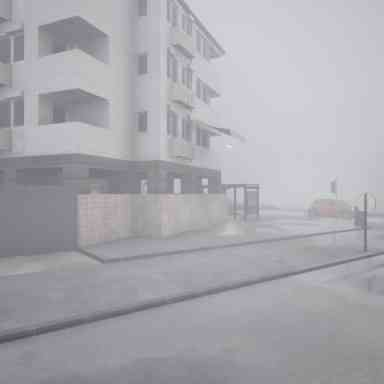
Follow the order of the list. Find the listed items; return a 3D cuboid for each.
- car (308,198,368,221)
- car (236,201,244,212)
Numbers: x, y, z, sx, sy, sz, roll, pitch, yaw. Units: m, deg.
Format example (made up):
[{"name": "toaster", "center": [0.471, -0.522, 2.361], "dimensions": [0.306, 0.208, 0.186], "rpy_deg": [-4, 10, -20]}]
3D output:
[{"name": "car", "center": [12.014, 1.352, 27.592], "dimensions": [2.097, 1.767, 4.553], "rpy_deg": [0, 0, -36]}, {"name": "car", "center": [4.154, 1.478, 38.437], "dimensions": [1.882, 1.535, 5.008], "rpy_deg": [0, 1, -36]}]
